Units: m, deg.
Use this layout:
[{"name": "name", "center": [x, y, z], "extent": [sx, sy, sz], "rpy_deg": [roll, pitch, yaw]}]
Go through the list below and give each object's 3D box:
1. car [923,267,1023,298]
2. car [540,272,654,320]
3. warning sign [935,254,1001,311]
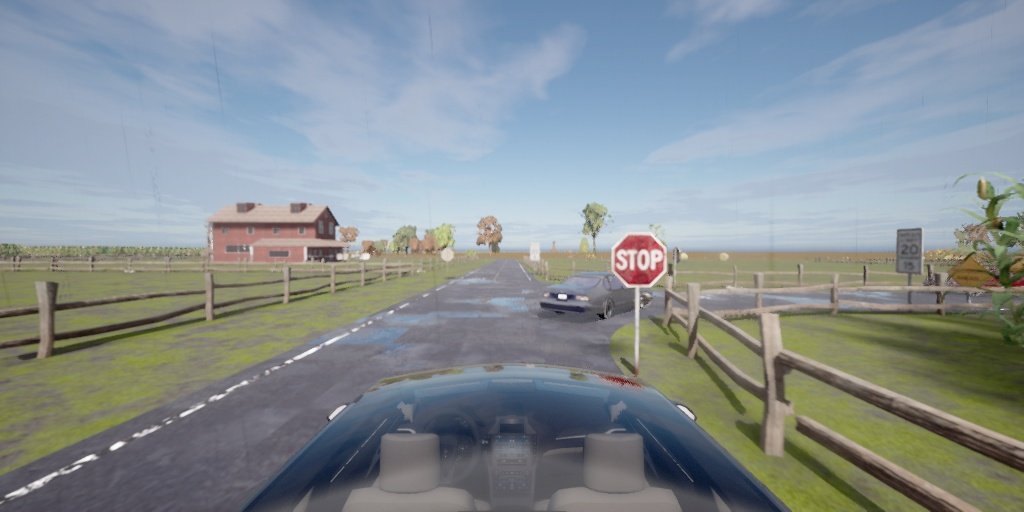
[{"name": "car", "center": [23.422, 1.244, 17.804], "extent": [4.674, 1.442, 1.812], "rpy_deg": [0, 1, 0]}, {"name": "car", "center": [3.168, 1.255, 12.538], "extent": [2.033, 1.411, 5.357], "rpy_deg": [0, 0, 41]}, {"name": "warning sign", "center": [15.869, 0.892, 12.468], "extent": [1.060, 1.860, 1.300], "rpy_deg": [0, 0, 0]}]
